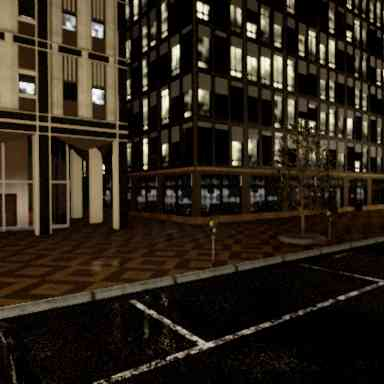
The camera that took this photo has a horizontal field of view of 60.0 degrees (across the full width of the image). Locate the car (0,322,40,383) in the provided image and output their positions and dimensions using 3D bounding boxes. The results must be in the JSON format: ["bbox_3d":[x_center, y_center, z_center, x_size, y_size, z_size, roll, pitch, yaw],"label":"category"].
[{"bbox_3d":[-2.826,1.368,1.059,4.553,1.767,2.097,-1,0,-36],"label":"car"}]
